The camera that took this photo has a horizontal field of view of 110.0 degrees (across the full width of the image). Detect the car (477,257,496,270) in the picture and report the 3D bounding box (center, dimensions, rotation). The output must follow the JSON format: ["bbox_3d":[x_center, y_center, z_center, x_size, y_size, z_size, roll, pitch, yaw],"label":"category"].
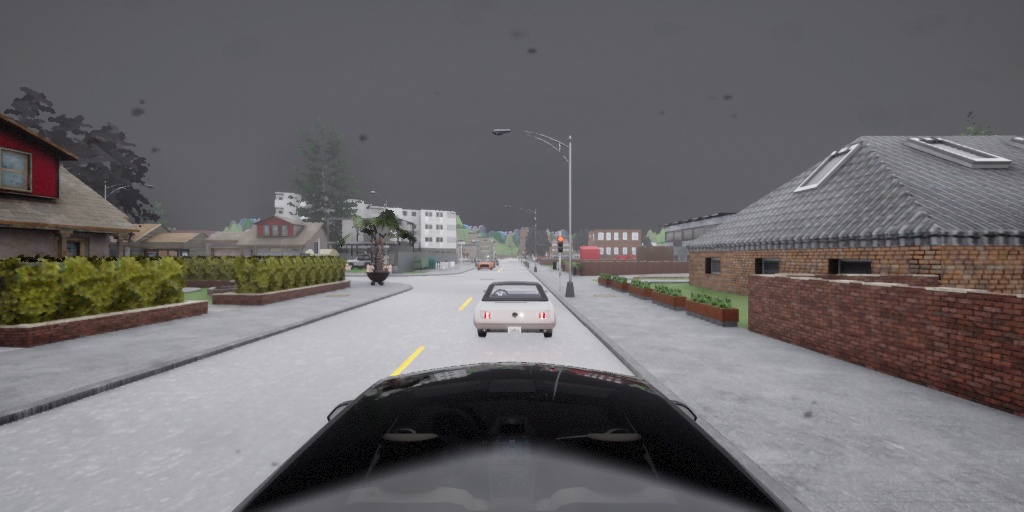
[{"bbox_3d":[-3.826,1.102,52.297,2.097,1.767,4.553,0,0,0],"label":"car"}]

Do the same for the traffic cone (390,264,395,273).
[{"bbox_3d":[-15.162,1.558,44.708,0.344,0.586,0.344,0,0,0],"label":"traffic cone"}]

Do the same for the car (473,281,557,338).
[{"bbox_3d":[0.096,1.351,10.191,1.895,1.301,4.718,0,0,1],"label":"car"}]

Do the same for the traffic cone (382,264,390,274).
[{"bbox_3d":[-15.526,1.561,44.141,0.344,0.586,0.344,0,0,0],"label":"traffic cone"}]

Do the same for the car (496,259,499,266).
[{"bbox_3d":[-3.755,1.255,61.678,1.837,1.490,4.892,0,0,1],"label":"car"}]
